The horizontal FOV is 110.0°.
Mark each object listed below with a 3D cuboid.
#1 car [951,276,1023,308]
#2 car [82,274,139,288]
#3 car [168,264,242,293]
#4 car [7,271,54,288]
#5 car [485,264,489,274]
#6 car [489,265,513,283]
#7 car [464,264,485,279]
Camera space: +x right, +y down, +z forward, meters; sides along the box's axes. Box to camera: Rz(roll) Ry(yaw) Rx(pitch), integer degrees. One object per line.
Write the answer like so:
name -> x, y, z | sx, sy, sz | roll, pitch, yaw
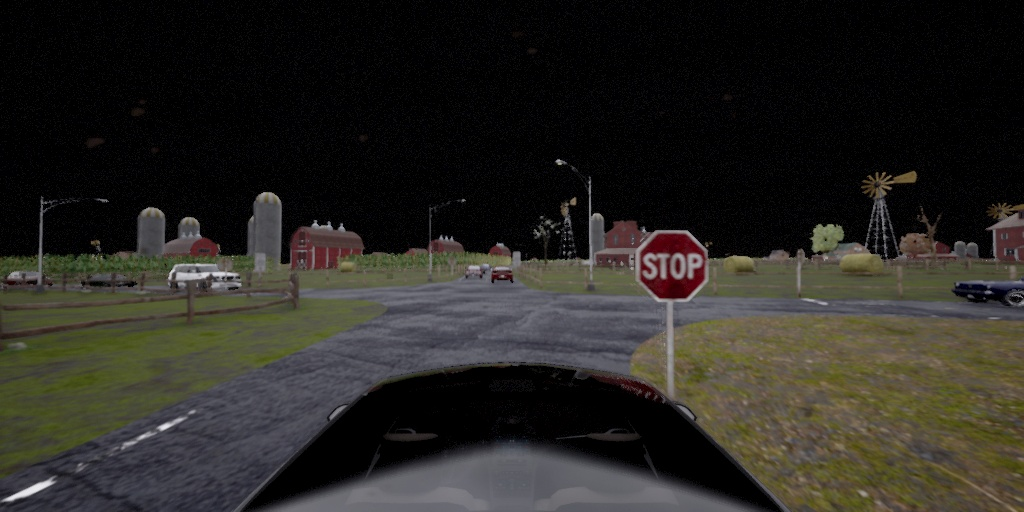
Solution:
car -> 19.636, 1.196, 12.963 | 4.718, 1.301, 1.895 | -1, -2, 21
car -> -34.400, 2.231, 30.770 | 4.718, 1.301, 1.895 | -1, -2, 21
car -> -22.370, 1.592, 26.113 | 5.566, 2.045, 2.150 | -1, -2, 21
car -> -49.190, 2.311, 36.563 | 4.553, 1.767, 2.097 | -1, -2, 22
car -> -4.772, 2.041, 52.989 | 1.895, 1.301, 4.718 | 0, -1, -2
car -> -0.963, 1.646, 33.643 | 1.882, 1.535, 5.008 | 0, -1, -3
car -> -4.242, 1.788, 40.415 | 1.812, 1.442, 4.674 | 0, -1, -3
